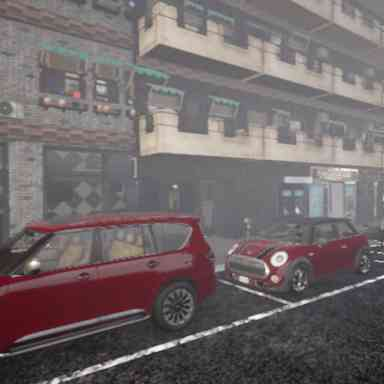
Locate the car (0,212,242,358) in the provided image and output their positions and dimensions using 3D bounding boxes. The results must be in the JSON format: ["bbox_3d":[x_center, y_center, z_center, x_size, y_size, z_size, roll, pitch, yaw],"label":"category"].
[{"bbox_3d":[-1.860,1.309,5.242,5.009,1.841,2.192,0,0,-36],"label":"car"}]

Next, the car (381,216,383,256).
[{"bbox_3d":[7.414,1.500,11.864,4.403,1.369,2.008,0,0,-36],"label":"car"}]

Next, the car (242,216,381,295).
[{"bbox_3d":[2.777,1.411,8.553,4.097,1.590,1.967,0,0,-36],"label":"car"}]
